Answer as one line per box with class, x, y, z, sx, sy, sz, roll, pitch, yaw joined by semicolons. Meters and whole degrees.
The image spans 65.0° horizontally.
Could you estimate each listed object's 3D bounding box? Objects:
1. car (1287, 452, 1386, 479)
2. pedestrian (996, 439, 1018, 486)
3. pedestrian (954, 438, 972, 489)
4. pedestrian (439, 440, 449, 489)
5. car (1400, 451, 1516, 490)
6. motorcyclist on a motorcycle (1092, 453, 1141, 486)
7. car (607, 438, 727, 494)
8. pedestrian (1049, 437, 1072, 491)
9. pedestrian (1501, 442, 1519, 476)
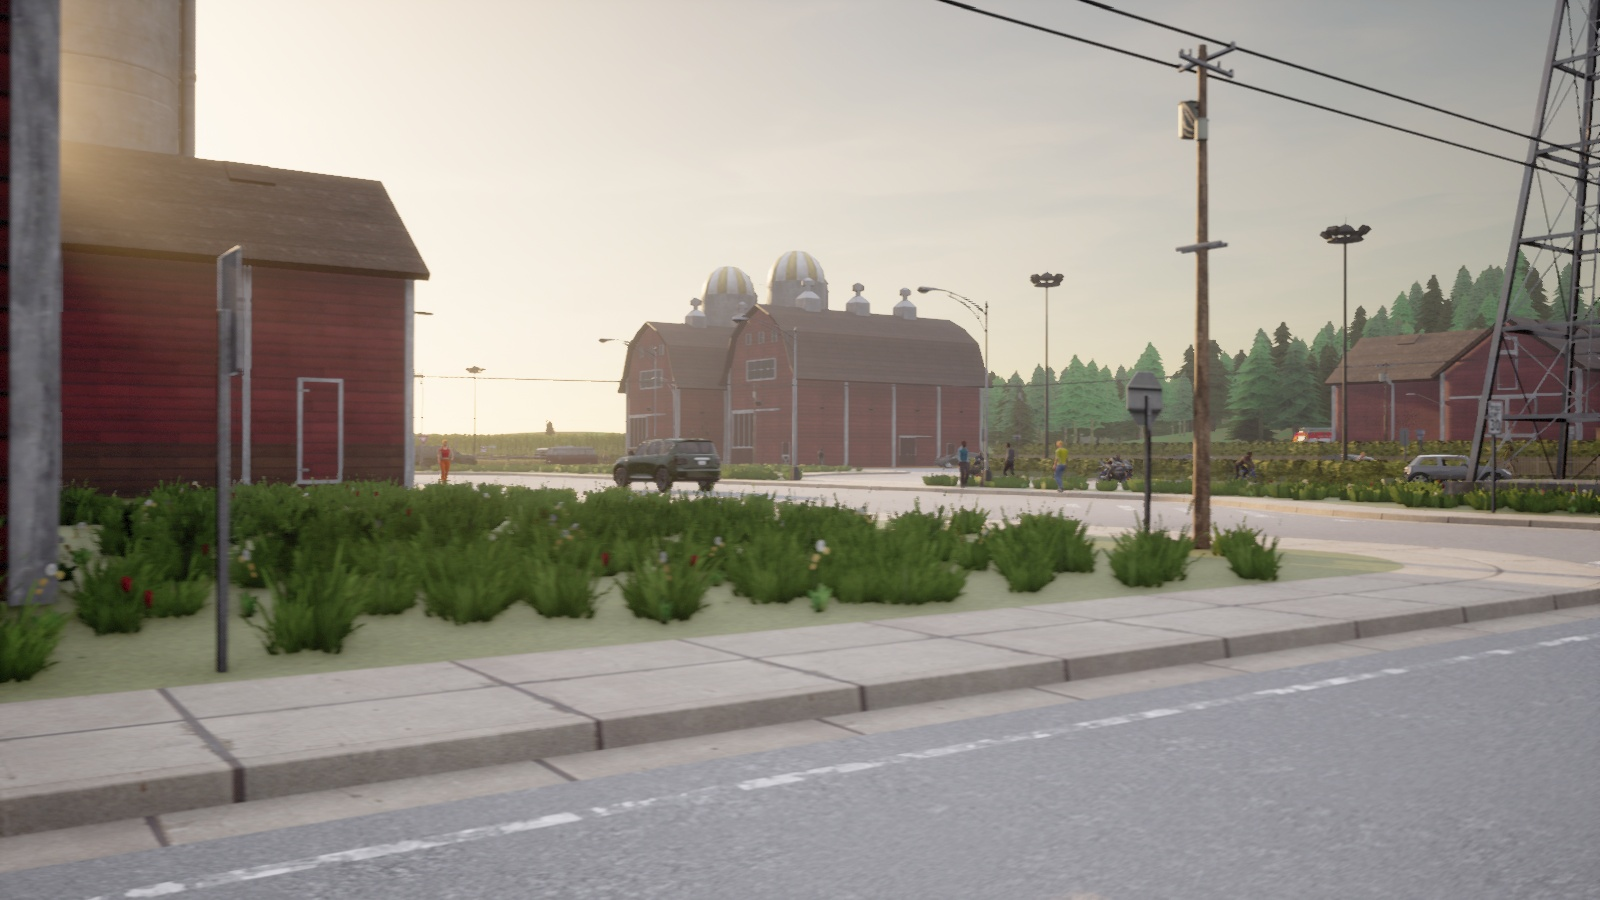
car;30.915;0.857;72.493;2.163;1.488;4.792;0;0;-35
pedestrian;8.696;0.508;52.728;0.423;1.949;0.788;0;0;-42
pedestrian;6.156;0.503;47.399;0.396;1.930;0.692;0;0;-19
pedestrian;-13.384;0.544;47.203;0.345;1.836;0.594;0;0;-20
car;25.564;0.776;48.929;3.806;1.475;1.970;0;0;21
motorcyclist on a motorcycle;14.897;0.893;59.144;0.866;1.530;2.191;0;0;-35
car;-5.234;0.594;48.763;2.150;2.045;5.566;0;0;-36
pedestrian;8.944;0.487;43.125;0.354;1.836;0.706;0;0;-32
pedestrian;38.661;0.486;68.390;0.370;1.835;0.726;0;0;-36
